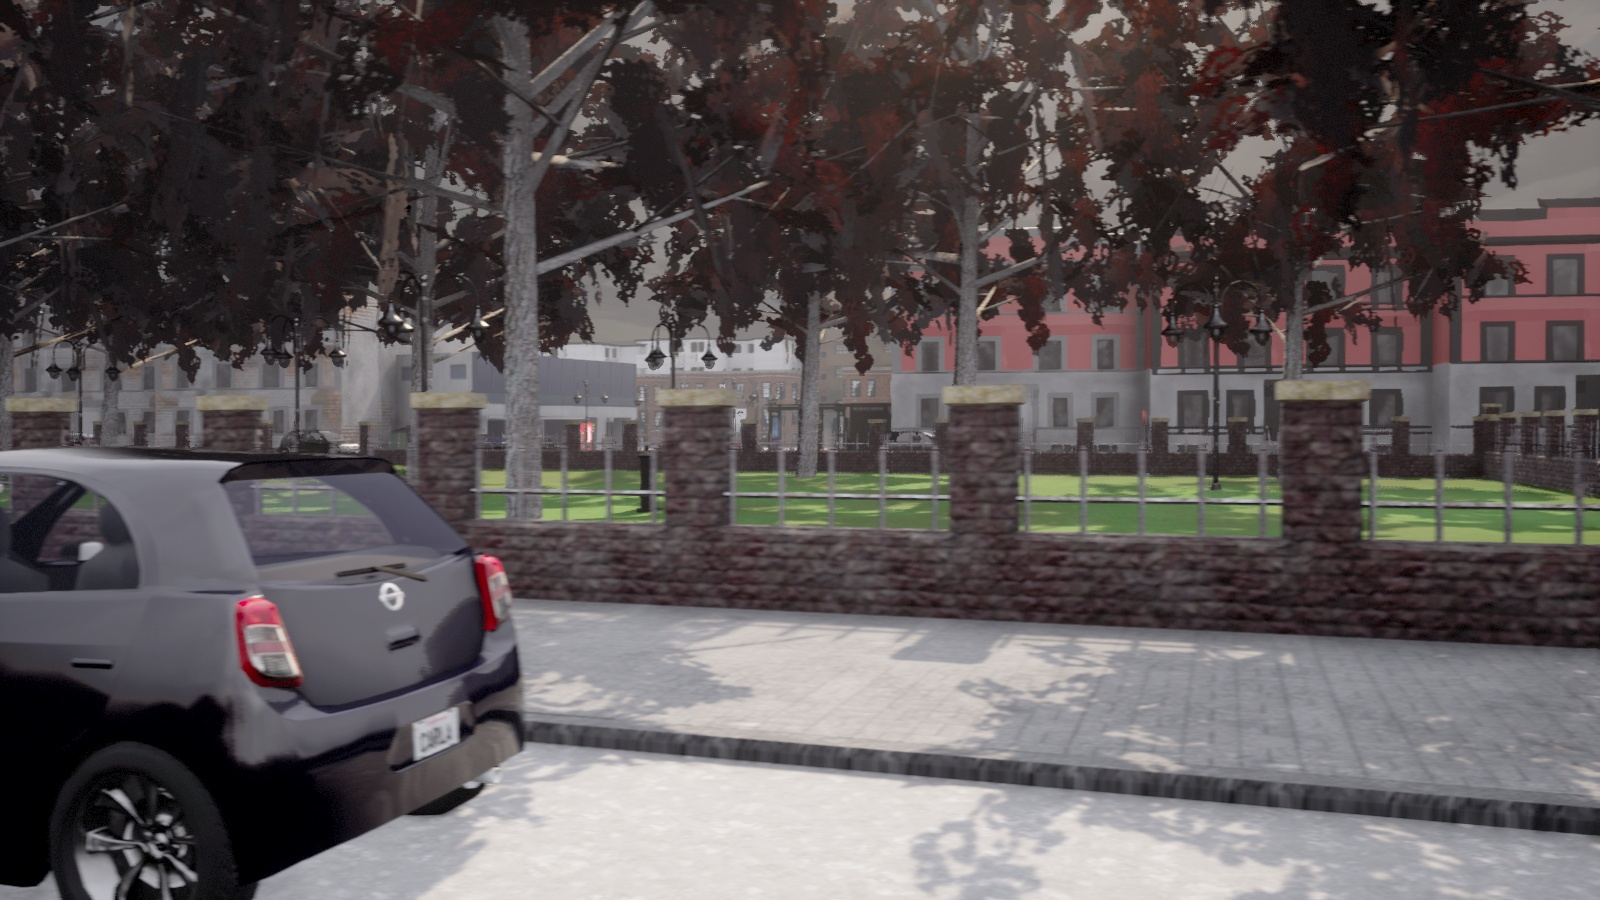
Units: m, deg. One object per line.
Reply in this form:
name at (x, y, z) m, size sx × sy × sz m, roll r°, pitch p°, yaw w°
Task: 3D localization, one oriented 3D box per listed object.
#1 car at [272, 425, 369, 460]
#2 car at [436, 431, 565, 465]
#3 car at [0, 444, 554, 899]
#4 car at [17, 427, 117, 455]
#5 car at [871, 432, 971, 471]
car at (-22.536, -0.367, 59.082) m, size 3.988 × 1.617 × 1.851 m, roll 1°, pitch 1°, yaw 19°
car at (-13.358, -0.118, 56.000) m, size 5.357 × 1.411 × 2.033 m, roll 1°, pitch 1°, yaw 19°
car at (-3.021, 0.745, 4.807) m, size 3.633 × 1.501 × 1.845 m, roll 1°, pitch 1°, yaw 17°
car at (-40.454, -0.525, 69.305) m, size 4.792 × 1.488 × 2.163 m, roll 1°, pitch 1°, yaw 19°
car at (4.821, 0.042, 49.888) m, size 3.633 × 1.501 × 1.845 m, roll 1°, pitch 1°, yaw 19°
